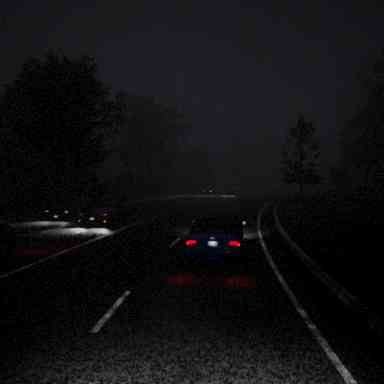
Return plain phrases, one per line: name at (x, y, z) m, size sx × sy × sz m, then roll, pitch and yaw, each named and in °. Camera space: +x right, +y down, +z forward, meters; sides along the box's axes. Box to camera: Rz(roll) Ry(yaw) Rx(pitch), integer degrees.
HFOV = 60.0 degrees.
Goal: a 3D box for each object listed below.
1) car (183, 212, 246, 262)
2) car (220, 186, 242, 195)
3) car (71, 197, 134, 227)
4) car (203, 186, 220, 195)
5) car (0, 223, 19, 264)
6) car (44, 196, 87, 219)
car at (0.890, 1.394, 11.606) m, size 2.033 × 1.411 × 5.357 m, roll 0°, pitch 2°, yaw 7°
car at (6.554, -0.227, 53.067) m, size 1.994 × 1.385 × 4.181 m, roll 0°, pitch 2°, yaw 28°
car at (-4.957, 1.156, 19.554) m, size 1.994 × 1.385 × 4.181 m, roll 0°, pitch 2°, yaw 10°
car at (3.473, -0.269, 54.731) m, size 1.837 × 1.490 × 4.892 m, roll 0°, pitch 2°, yaw 28°
car at (-6.487, 1.411, 8.660) m, size 1.812 × 1.442 × 4.674 m, roll 0°, pitch 1°, yaw 5°
car at (-7.845, 1.021, 23.065) m, size 2.033 × 1.411 × 5.357 m, roll 0°, pitch 2°, yaw 12°
